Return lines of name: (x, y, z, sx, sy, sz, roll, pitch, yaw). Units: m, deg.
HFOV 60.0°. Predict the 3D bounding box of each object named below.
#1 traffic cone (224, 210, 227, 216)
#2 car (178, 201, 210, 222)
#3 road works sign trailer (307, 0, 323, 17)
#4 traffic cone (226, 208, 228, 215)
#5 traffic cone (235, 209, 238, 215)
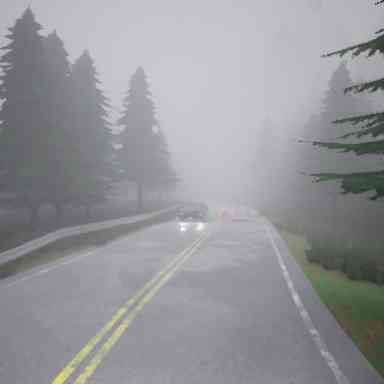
traffic cone: (2.264, 1.833, 24.938, 0.340, 0.580, 0.340, 1, 0, 9)
car: (0.301, 1.388, 25.210, 2.033, 1.411, 5.357, 1, 0, 8)
road works sign trailer: (21.731, -33.287, 59.159, 2.380, 3.560, 2.880, 8, -20, 5)
traffic cone: (2.568, 1.822, 26.915, 0.340, 0.580, 0.340, 1, 0, 9)
traffic cone: (4.159, 1.821, 30.710, 0.340, 0.580, 0.340, 1, 0, 9)
